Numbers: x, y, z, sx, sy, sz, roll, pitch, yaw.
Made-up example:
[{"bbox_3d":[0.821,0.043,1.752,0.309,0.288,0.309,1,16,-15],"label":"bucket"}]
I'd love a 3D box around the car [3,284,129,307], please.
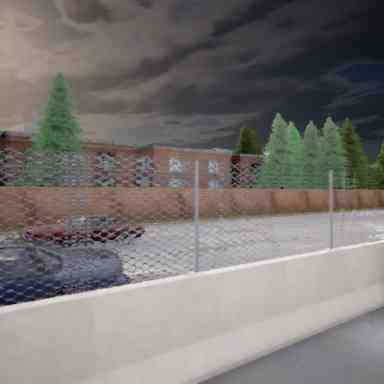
[{"bbox_3d":[-3.781,1.548,5.593,5.357,1.411,2.033,0,0,-36],"label":"car"}]
